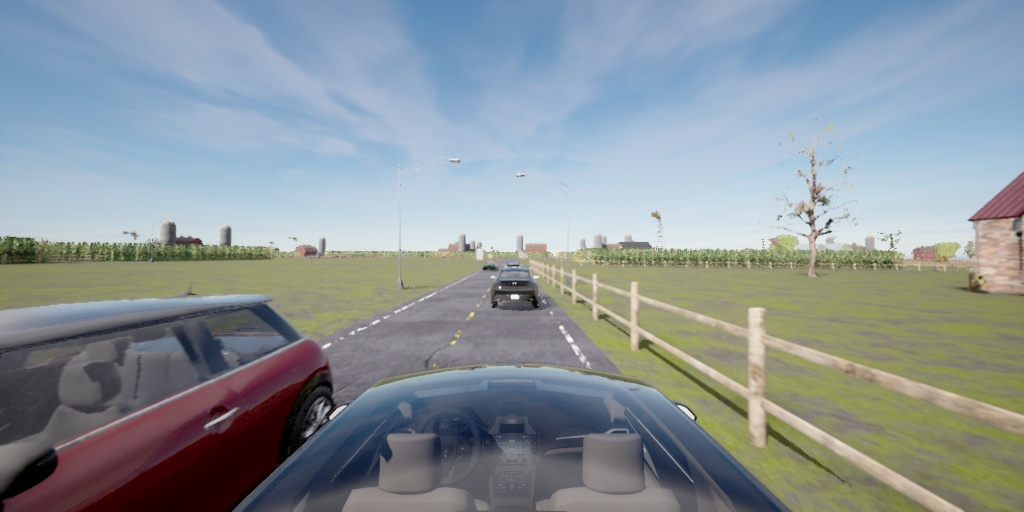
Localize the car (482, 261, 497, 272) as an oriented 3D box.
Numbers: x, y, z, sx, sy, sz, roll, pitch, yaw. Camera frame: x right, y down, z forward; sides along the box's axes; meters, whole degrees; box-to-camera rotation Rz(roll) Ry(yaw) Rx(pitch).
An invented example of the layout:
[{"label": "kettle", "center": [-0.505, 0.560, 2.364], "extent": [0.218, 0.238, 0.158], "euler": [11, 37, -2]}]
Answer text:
[{"label": "car", "center": [-2.801, 1.328, 45.992], "extent": [1.895, 1.301, 4.718], "euler": [0, 0, 0]}]

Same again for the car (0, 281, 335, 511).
[{"label": "car", "center": [-2.852, 1.102, 1.757], "extent": [2.097, 1.767, 4.553], "euler": [0, 0, 0]}]

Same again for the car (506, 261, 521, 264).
[{"label": "car", "center": [0.117, 1.228, 35.911], "extent": [2.128, 1.511, 4.902], "euler": [0, 0, 0]}]

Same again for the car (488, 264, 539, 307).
[{"label": "car", "center": [0.107, 1.253, 15.505], "extent": [1.837, 1.490, 4.892], "euler": [0, 0, 0]}]
